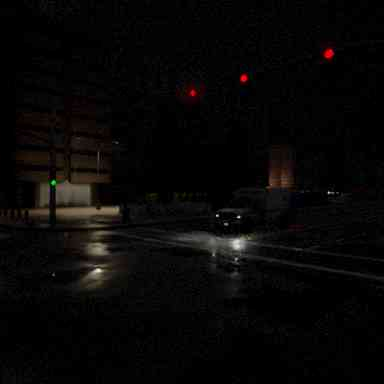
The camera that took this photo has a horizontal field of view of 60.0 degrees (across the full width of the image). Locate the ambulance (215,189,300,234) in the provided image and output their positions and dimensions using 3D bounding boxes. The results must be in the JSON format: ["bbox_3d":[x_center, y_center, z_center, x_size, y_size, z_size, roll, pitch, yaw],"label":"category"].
[{"bbox_3d":[4.018,1.022,20.027,2.351,2.431,6.366,0,0,44],"label":"ambulance"}]
